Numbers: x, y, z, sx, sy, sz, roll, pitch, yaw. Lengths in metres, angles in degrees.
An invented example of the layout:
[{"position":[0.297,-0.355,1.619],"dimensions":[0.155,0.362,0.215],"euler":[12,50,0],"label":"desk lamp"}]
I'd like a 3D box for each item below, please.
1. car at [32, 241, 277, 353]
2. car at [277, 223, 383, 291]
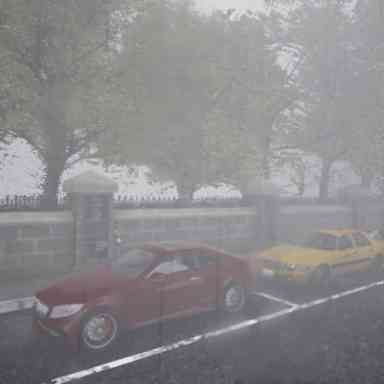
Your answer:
[{"position":[-0.608,1.611,6.123],"dimensions":[4.206,1.307,1.802],"euler":[1,0,-35],"label":"car"},{"position":[3.763,1.607,9.240],"dimensions":[4.829,1.417,1.752],"euler":[1,0,-35],"label":"car"}]
